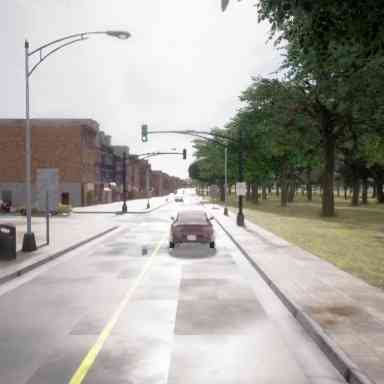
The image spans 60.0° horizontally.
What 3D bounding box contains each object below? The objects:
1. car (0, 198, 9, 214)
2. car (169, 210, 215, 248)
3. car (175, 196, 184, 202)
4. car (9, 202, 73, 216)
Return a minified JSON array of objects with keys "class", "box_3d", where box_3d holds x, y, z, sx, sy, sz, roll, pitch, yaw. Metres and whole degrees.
[{"class":"car","box_3d":[-18.631,1.218,29.789,4.097,1.590,1.967,0,1,0]},{"class":"car","box_3d":[0.001,1.526,14.655,1.812,1.442,4.674,0,0,0]},{"class":"car","box_3d":[-2.749,1.512,72.641,2.033,1.411,5.357,0,0,0]},{"class":"car","box_3d":[-13.261,1.336,29.823,4.829,1.417,1.752,0,1,0]}]
